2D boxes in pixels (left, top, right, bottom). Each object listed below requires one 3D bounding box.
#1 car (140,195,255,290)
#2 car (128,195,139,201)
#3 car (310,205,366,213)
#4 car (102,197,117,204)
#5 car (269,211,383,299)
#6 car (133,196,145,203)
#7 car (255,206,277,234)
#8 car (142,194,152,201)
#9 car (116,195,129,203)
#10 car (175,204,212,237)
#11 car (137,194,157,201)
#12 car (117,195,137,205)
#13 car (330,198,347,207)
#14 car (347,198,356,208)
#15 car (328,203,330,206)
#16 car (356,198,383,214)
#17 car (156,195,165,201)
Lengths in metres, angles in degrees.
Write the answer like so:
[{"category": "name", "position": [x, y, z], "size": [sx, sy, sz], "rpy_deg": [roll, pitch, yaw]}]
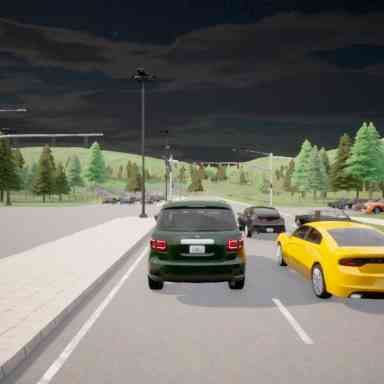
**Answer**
[{"category": "car", "position": [0.088, 1.221, 9.232], "size": [2.150, 2.045, 5.566], "rpy_deg": [0, 0, 0]}, {"category": "car", "position": [-15.143, 1.478, 86.582], "size": [1.882, 1.535, 5.008], "rpy_deg": [0, 0, 0]}, {"category": "car", "position": [7.074, 1.601, 17.887], "size": [1.895, 1.301, 4.718], "rpy_deg": [0, 0, 0]}, {"category": "car", "position": [-15.154, 1.564, 61.629], "size": [1.994, 1.385, 4.181], "rpy_deg": [0, 0, 0]}, {"category": "car", "position": [3.586, 1.478, 8.488], "size": [1.882, 1.535, 5.008], "rpy_deg": [0, 0, 0]}, {"category": "car", "position": [-11.621, 1.524, 72.777], "size": [1.812, 1.442, 4.674], "rpy_deg": [0, 0, 0]}, {"category": "car", "position": [3.574, 1.505, 17.712], "size": [1.837, 1.490, 4.892], "rpy_deg": [0, 0, 0]}, {"category": "car", "position": [-11.643, 1.355, 86.551], "size": [2.097, 1.767, 4.553], "rpy_deg": [0, 0, 0]}, {"category": "car", "position": [-15.120, 1.500, 72.752], "size": [1.837, 1.490, 4.892], "rpy_deg": [0, 0, 0]}, {"category": "car", "position": [0.072, 1.505, 19.089], "size": [1.837, 1.490, 4.892], "rpy_deg": [0, 0, 0]}, {"category": "car", "position": [-8.164, 1.491, 60.555], "size": [2.128, 1.511, 4.902], "rpy_deg": [0, 0, 0]}, {"category": "car", "position": [-11.709, 1.526, 60.205], "size": [1.812, 1.442, 4.674], "rpy_deg": [0, 0, 1]}, {"category": "car", "position": [20.351, 1.505, 41.428], "size": [4.892, 1.490, 1.837], "rpy_deg": [0, 0, 1]}, {"category": "car", "position": [20.727, 1.526, 37.925], "size": [4.674, 1.442, 1.812], "rpy_deg": [0, 0, 1]}, {"category": "car", "position": [21.221, 1.547, 44.918], "size": [5.357, 1.411, 2.033], "rpy_deg": [0, 0, 1]}, {"category": "car", "position": [20.037, 1.352, 34.424], "size": [4.553, 1.767, 2.097], "rpy_deg": [0, 0, 0]}, {"category": "car", "position": [-8.142, 1.552, 85.618], "size": [1.994, 1.385, 4.181], "rpy_deg": [0, 0, 0]}]
